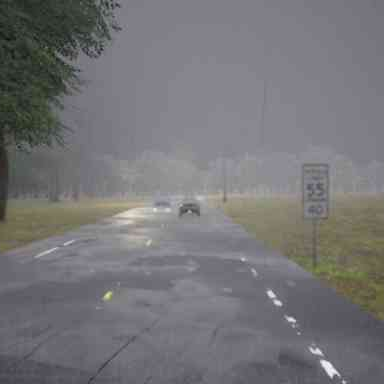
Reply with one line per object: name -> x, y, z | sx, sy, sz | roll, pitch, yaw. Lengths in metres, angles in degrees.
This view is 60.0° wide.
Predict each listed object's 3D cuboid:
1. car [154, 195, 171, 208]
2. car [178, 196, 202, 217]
car -> -3.842, 1.226, 44.008 | 1.882, 1.535, 5.008 | 0, 0, 0
car -> -0.188, 1.371, 30.054 | 1.837, 1.490, 4.892 | 0, 1, 0
